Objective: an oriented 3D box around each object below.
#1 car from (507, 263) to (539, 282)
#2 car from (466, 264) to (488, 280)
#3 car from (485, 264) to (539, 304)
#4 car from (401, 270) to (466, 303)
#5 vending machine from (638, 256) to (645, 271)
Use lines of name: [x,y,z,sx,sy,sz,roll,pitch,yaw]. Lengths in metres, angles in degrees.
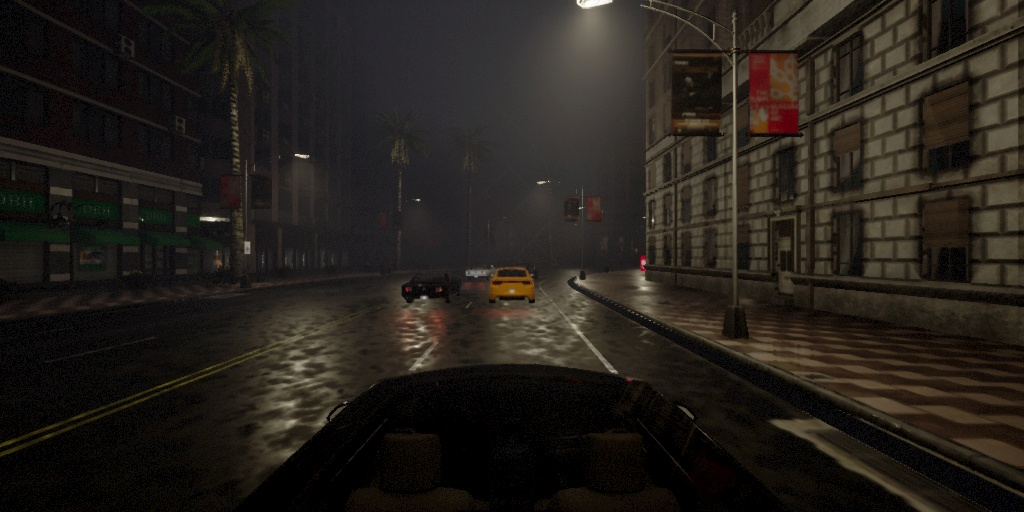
car: [1.005,1.322,30.257,1.994,1.385,4.181,0,0,13]
car: [-2.402,1.366,31.059,1.895,1.301,4.718,0,0,13]
car: [0.000,1.235,16.500,1.882,1.535,5.008,0,0,0]
car: [-3.500,1.366,16.530,1.895,1.301,4.718,0,0,0]
vending machine: [16.401,0.944,44.010,1.100,2.100,0.880,0,0,45]
